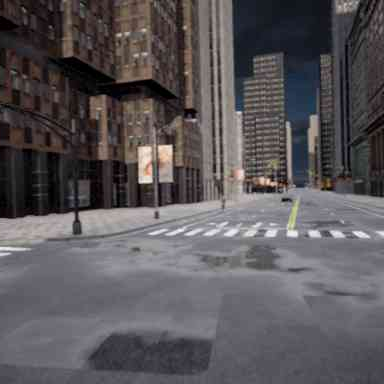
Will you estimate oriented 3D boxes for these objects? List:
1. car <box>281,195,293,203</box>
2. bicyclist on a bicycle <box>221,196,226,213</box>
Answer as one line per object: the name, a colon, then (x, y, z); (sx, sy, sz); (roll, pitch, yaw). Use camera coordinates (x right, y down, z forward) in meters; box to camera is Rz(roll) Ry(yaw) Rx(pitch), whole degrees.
car: (16.477, 1.219, 57.778); (1.895, 1.301, 4.718); (-1, 0, 18)
bicyclist on a bicycle: (3.282, 1.301, 35.040); (0.659, 1.776, 1.843); (-1, 0, 18)
